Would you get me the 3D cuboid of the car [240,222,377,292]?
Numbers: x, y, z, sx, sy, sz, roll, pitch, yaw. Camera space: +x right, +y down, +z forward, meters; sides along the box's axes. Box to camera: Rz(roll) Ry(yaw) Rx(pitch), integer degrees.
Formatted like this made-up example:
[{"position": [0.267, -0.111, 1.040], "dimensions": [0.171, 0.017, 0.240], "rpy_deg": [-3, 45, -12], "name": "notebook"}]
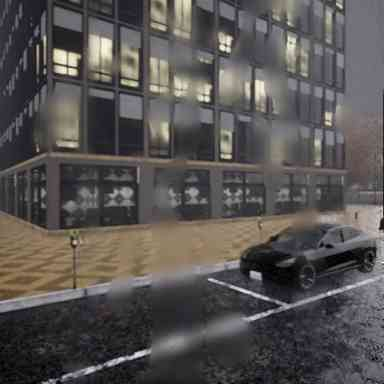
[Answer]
[{"position": [3.234, 1.519, 8.865], "dimensions": [4.313, 1.339, 1.947], "rpy_deg": [0, 0, -35], "name": "car"}]
